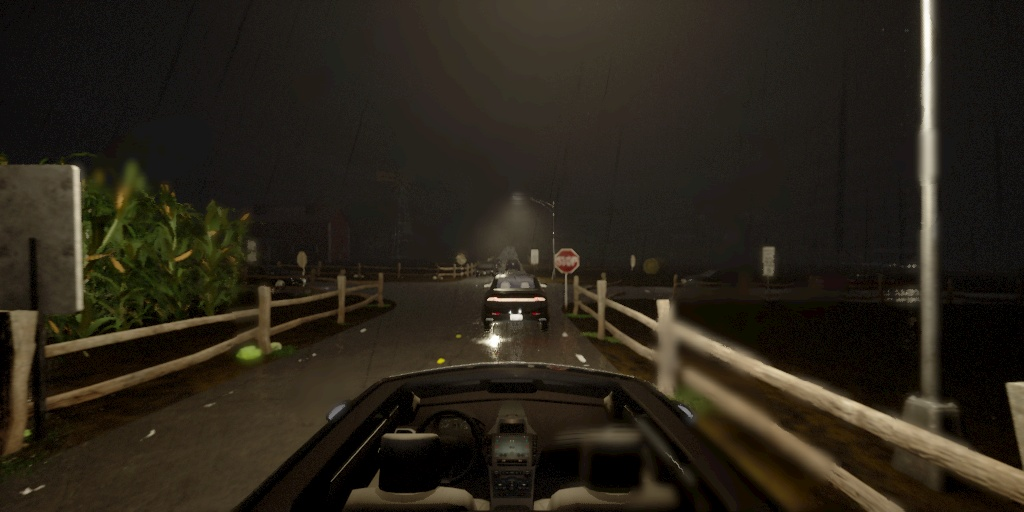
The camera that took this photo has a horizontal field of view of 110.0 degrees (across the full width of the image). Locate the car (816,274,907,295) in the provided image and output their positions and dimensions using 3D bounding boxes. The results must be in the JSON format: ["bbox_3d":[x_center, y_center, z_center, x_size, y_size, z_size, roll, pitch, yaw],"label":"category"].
[{"bbox_3d":[24.106,1.918,24.870,4.718,1.301,1.895,1,1,0],"label":"car"}]

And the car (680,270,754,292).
[{"bbox_3d":[14.185,1.680,24.905,4.674,1.442,1.812,1,1,0],"label":"car"}]

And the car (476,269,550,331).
[{"bbox_3d":[0.105,1.322,11.358,2.128,1.511,4.902,0,0,0],"label":"car"}]

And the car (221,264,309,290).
[{"bbox_3d":[-15.232,1.272,22.127,4.892,1.490,1.837,1,1,-2],"label":"car"}]

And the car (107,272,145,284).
[{"bbox_3d":[-25.325,1.113,22.116,5.008,1.535,1.882,1,1,0],"label":"car"}]

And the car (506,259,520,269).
[{"bbox_3d":[0.135,1.251,55.559,2.097,1.767,4.553,0,1,0],"label":"car"}]

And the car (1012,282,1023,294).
[{"bbox_3d":[37.898,2.042,24.800,4.902,1.511,2.128,1,1,0],"label":"car"}]

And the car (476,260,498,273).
[{"bbox_3d":[-2.818,1.496,39.324,1.882,1.535,5.008,0,0,0],"label":"car"}]

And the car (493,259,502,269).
[{"bbox_3d":[-2.803,1.477,49.398,1.837,1.490,4.892,0,1,0],"label":"car"}]
